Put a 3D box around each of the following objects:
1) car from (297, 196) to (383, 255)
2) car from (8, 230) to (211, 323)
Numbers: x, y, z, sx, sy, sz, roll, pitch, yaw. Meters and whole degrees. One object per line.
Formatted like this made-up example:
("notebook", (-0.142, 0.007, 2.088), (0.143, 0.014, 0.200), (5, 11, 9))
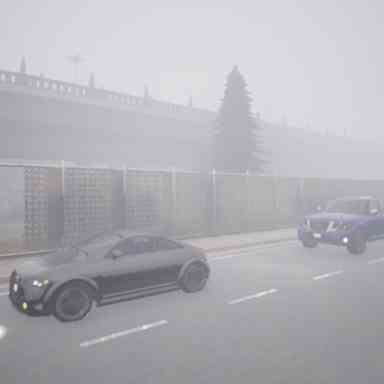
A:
("car", (6.665, 1.198, 13.600), (5.566, 2.045, 2.150), (0, 0, -38))
("car", (-1.609, 1.560, 7.254), (4.181, 1.385, 1.994), (0, 0, -37))
